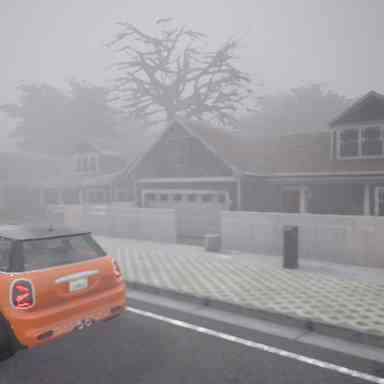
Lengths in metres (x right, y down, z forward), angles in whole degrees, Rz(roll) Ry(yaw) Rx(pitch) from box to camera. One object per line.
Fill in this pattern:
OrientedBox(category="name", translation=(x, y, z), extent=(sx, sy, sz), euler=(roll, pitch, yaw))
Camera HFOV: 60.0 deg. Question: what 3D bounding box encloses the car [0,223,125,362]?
OrientedBox(category="car", translation=(-3.383, 1.368, 6.097), extent=(4.553, 1.767, 2.097), euler=(0, 0, 36))
